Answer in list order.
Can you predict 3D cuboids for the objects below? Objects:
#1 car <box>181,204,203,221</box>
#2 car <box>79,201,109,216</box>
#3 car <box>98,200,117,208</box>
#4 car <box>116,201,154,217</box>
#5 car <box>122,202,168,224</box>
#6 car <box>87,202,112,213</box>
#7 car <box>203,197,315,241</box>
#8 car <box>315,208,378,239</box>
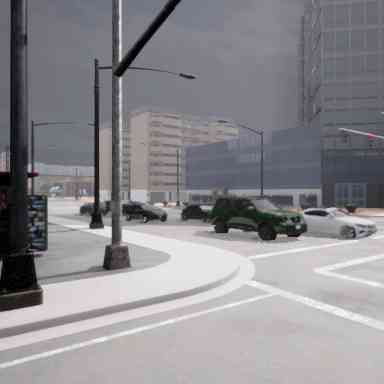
[{"bbox_3d":[0.852,1.691,26.905,1.812,1.442,4.674,0,-1,-36],"label":"car"},{"bbox_3d":[-11.088,1.930,37.364,2.033,1.411,5.357,0,-1,-36],"label":"car"},{"bbox_3d":[-15.863,2.281,62.138,1.994,1.385,4.181,0,-1,-36],"label":"car"},{"bbox_3d":[-6.384,1.828,36.838,2.128,1.511,4.902,0,-1,-36],"label":"car"},{"bbox_3d":[-3.816,1.710,27.334,1.837,1.490,4.892,0,-1,-36],"label":"car"},{"bbox_3d":[-12.646,2.057,45.525,1.994,1.385,4.181,0,-1,-35],"label":"car"},{"bbox_3d":[3.272,1.291,17.570,2.150,2.045,5.566,0,0,-36],"label":"car"},{"bbox_3d":[7.364,1.581,17.872,1.812,1.442,4.674,0,0,-36],"label":"car"}]
